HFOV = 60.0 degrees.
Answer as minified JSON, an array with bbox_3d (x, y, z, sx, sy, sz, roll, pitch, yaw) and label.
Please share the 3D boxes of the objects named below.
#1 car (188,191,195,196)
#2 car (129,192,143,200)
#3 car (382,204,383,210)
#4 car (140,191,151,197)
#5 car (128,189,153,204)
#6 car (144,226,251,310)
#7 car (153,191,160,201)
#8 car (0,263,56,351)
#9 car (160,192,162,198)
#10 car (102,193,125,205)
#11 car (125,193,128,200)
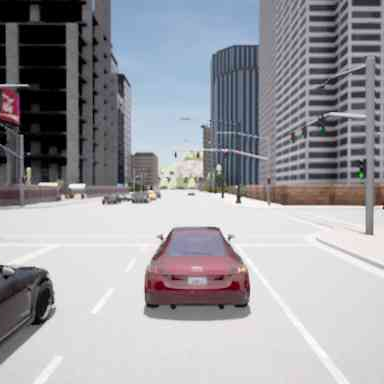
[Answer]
[{"bbox_3d":[-0.148,0.428,84.248,1.895,1.301,4.718,0,1,0],"label":"car"},{"bbox_3d":[-10.615,0.683,63.644,1.994,1.385,4.181,0,1,0],"label":"car"},{"bbox_3d":[18.502,1.216,27.597,4.718,1.301,1.895,0,1,0],"label":"car"},{"bbox_3d":[-10.634,0.484,76.482,1.994,1.385,4.181,0,1,0],"label":"car"},{"bbox_3d":[-7.167,0.700,47.025,2.097,1.767,4.553,0,1,0],"label":"car"},{"bbox_3d":[0.088,1.456,7.675,1.994,1.385,4.181,0,1,0],"label":"car"},{"bbox_3d":[-7.129,0.697,56.362,1.882,1.535,5.008,0,1,0],"label":"car"},{"bbox_3d":[-3.414,1.503,4.259,1.994,1.385,4.181,0,1,0],"label":"car"},{"bbox_3d":[-7.117,0.583,66.560,1.837,1.490,4.892,0,1,0],"label":"car"},{"bbox_3d":[-10.669,0.909,44.484,1.812,1.442,4.674,0,1,0],"label":"car"},{"bbox_3d":[-10.645,0.859,53.592,1.895,1.301,4.718,0,1,0],"label":"car"}]
